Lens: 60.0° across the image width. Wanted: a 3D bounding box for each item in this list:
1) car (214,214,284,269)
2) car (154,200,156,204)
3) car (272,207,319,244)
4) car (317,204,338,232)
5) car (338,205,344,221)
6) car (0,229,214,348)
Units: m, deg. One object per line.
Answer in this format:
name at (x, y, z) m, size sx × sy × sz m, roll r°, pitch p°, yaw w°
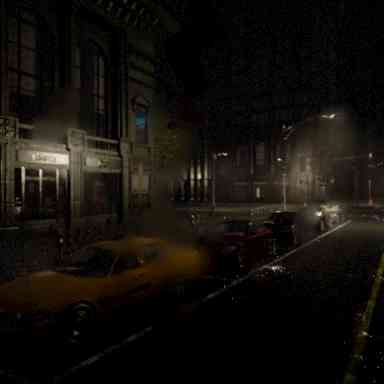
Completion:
car at (1.543, 1.620, 11.400) m, size 1.802 × 1.307 × 4.206 m, roll 0°, pitch 0°, yaw 32°
car at (-9.213, 1.830, 63.560) m, size 4.902 × 1.511 × 2.128 m, roll 0°, pitch 0°, yaw 32°
car at (4.560, 1.619, 16.161) m, size 1.947 × 1.339 × 4.313 m, roll 0°, pitch 0°, yaw 32°
car at (7.578, 1.634, 20.922) m, size 1.947 × 1.339 × 4.313 m, roll 0°, pitch 0°, yaw 32°
car at (10.595, 1.635, 25.683) m, size 2.008 × 1.369 × 4.403 m, roll 0°, pitch 0°, yaw 32°
car at (-1.566, 1.549, 6.496) m, size 1.752 × 1.417 × 4.829 m, roll 0°, pitch 0°, yaw 32°
